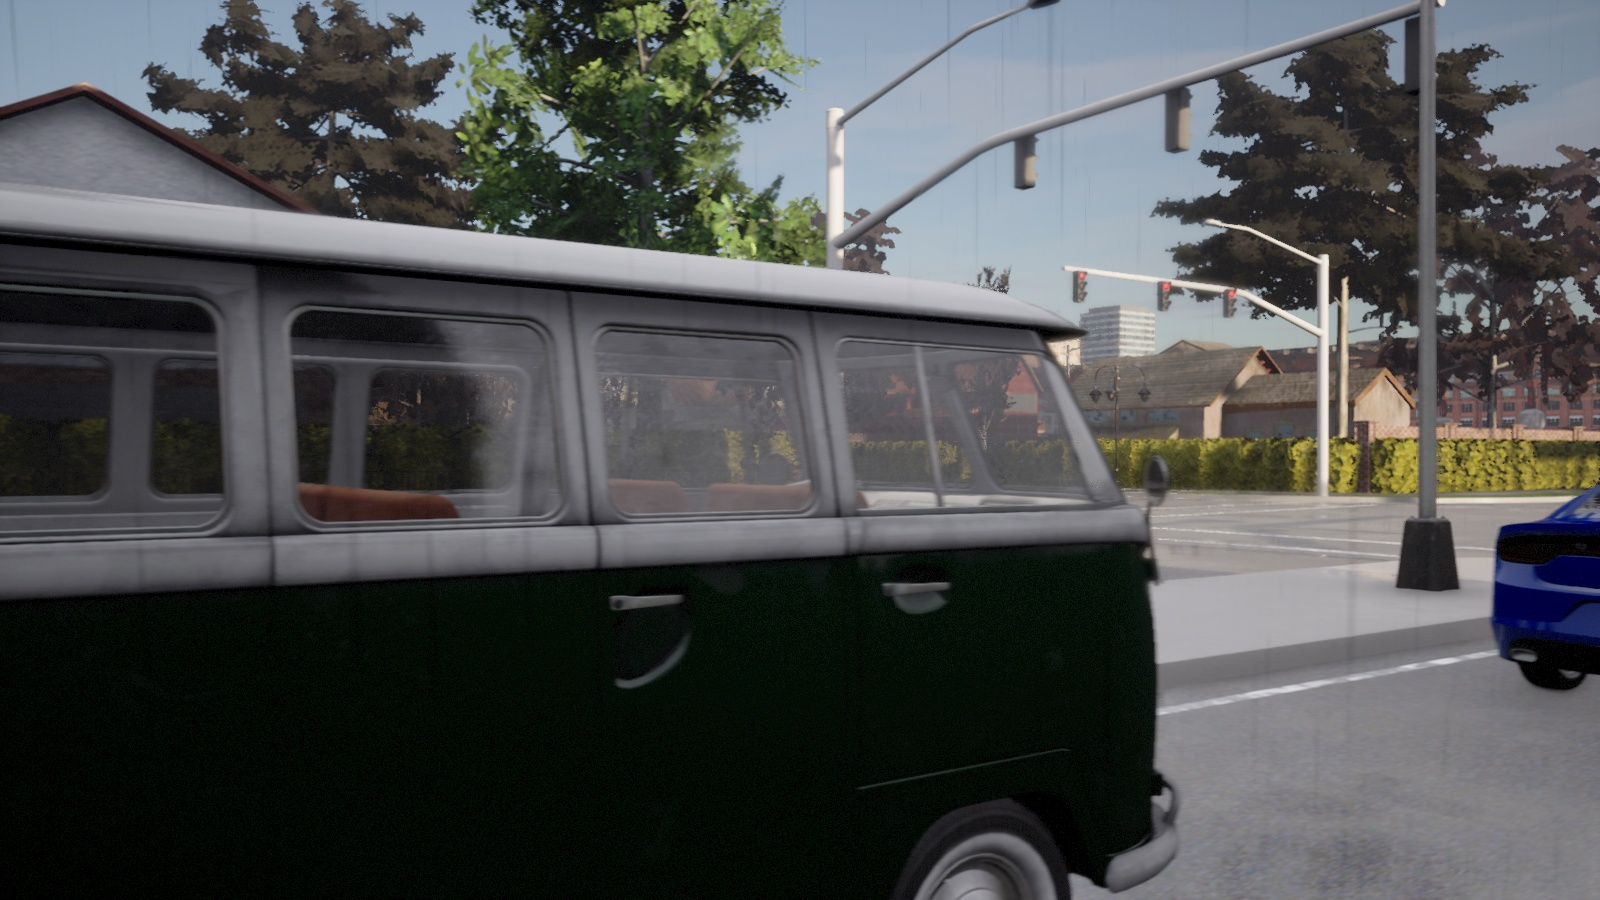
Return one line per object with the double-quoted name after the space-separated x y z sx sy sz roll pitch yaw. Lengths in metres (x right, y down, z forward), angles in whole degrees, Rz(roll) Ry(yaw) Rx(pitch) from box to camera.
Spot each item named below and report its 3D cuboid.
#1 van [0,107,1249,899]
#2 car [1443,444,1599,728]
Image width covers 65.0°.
-1.104 0.507 2.892 4.442 1.987 1.775 0 0 -35 "van"
6.431 0.731 8.137 5.008 1.535 1.882 0 0 -35 "car"
